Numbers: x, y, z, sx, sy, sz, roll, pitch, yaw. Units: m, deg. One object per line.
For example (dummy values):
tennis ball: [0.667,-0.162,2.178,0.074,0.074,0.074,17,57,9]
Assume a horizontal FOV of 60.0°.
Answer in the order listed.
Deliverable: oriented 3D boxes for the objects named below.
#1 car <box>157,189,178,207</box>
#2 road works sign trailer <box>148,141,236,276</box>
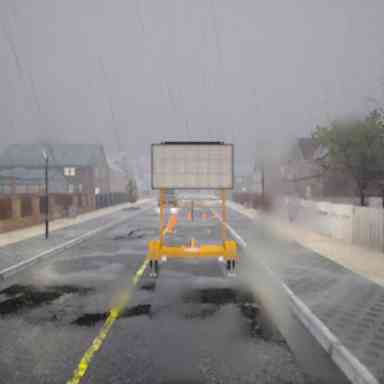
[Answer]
car: [-2.834,0.702,39.429,2.150,2.045,5.566,0,1,0]
road works sign trailer: [0.017,0.322,9.829,2.380,3.560,2.880,0,1,0]
